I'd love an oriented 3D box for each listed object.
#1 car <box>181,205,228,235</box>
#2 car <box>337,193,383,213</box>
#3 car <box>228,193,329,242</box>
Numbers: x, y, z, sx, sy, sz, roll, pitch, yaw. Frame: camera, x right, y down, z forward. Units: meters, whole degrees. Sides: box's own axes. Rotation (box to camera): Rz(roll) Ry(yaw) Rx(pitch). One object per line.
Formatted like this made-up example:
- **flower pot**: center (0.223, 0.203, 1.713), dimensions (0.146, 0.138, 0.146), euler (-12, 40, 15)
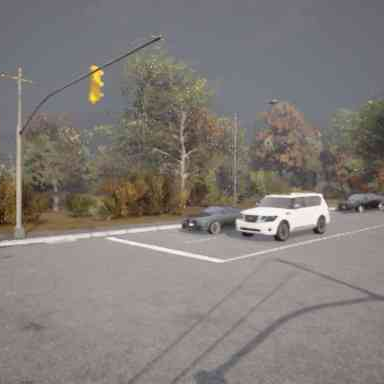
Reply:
- **car**: center (1.440, 1.426, 18.095), dimensions (4.181, 1.385, 1.994), euler (-1, 1, -42)
- **car**: center (14.311, 0.862, 28.177), dimensions (5.008, 1.535, 1.882), euler (-3, 2, -34)
- **car**: center (4.558, 1.091, 16.225), dimensions (5.566, 2.045, 2.150), euler (-1, 1, -41)
